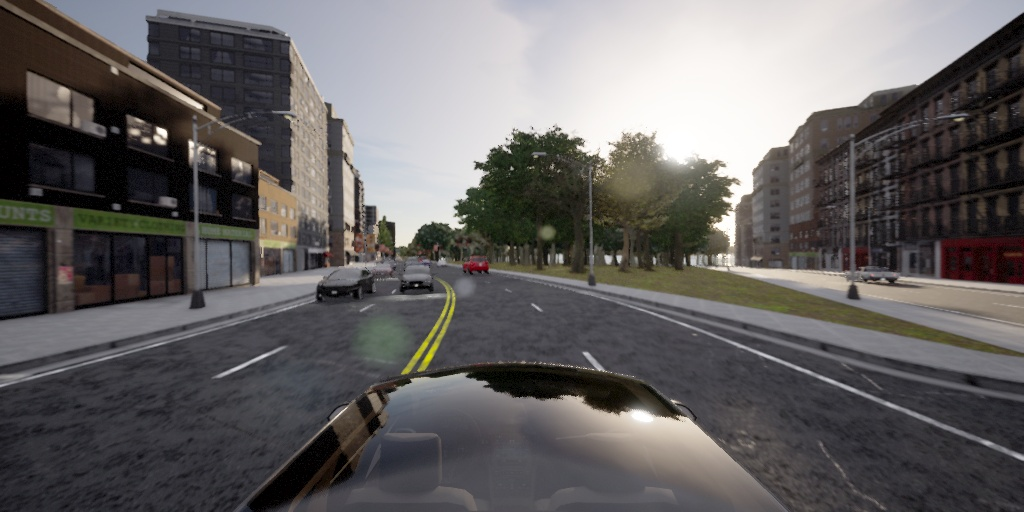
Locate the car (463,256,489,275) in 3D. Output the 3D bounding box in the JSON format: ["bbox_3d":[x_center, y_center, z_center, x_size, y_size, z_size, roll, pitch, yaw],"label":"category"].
[{"bbox_3d":[-4.212,1.061,41.371,2.150,2.045,5.566,-1,0,-17],"label":"car"}]

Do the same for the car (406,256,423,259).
[{"bbox_3d":[-14.947,1.212,53.601,2.150,2.045,5.566,-1,0,-17],"label":"car"}]

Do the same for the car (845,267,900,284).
[{"bbox_3d":[29.749,1.550,29.825,1.895,1.301,4.718,0,-1,25],"label":"car"}]

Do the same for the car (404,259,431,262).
[{"bbox_3d":[-9.978,1.405,37.428,2.128,1.511,4.902,-1,0,-17],"label":"car"}]

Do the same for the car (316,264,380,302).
[{"bbox_3d":[-8.335,1.351,18.355,1.882,1.535,5.008,-1,0,-11],"label":"car"}]

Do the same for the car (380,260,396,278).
[{"bbox_3d":[-13.272,1.483,37.071,1.812,1.442,4.674,-1,0,-17],"label":"car"}]

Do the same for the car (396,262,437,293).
[{"bbox_3d":[-5.634,1.338,21.584,1.837,1.490,4.892,-1,0,-12],"label":"car"}]
